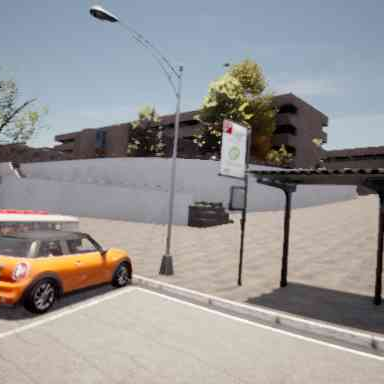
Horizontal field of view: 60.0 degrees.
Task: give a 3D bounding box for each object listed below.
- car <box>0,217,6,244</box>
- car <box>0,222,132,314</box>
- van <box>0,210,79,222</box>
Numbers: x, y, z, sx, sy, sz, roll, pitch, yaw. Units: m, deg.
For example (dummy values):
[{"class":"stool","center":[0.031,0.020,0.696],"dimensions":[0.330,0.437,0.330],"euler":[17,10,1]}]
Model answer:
[{"class":"car","center":[-12.498,1.995,17.216],"dimensions":[2.002,1.452,4.674],"euler":[2,-4,22]},{"class":"car","center":[-3.539,1.861,9.159],"dimensions":[2.185,1.767,4.553],"euler":[2,-4,22]},{"class":"van","center":[-5.786,1.747,11.113],"dimensions":[1.878,1.987,4.442],"euler":[2,-4,22]}]
